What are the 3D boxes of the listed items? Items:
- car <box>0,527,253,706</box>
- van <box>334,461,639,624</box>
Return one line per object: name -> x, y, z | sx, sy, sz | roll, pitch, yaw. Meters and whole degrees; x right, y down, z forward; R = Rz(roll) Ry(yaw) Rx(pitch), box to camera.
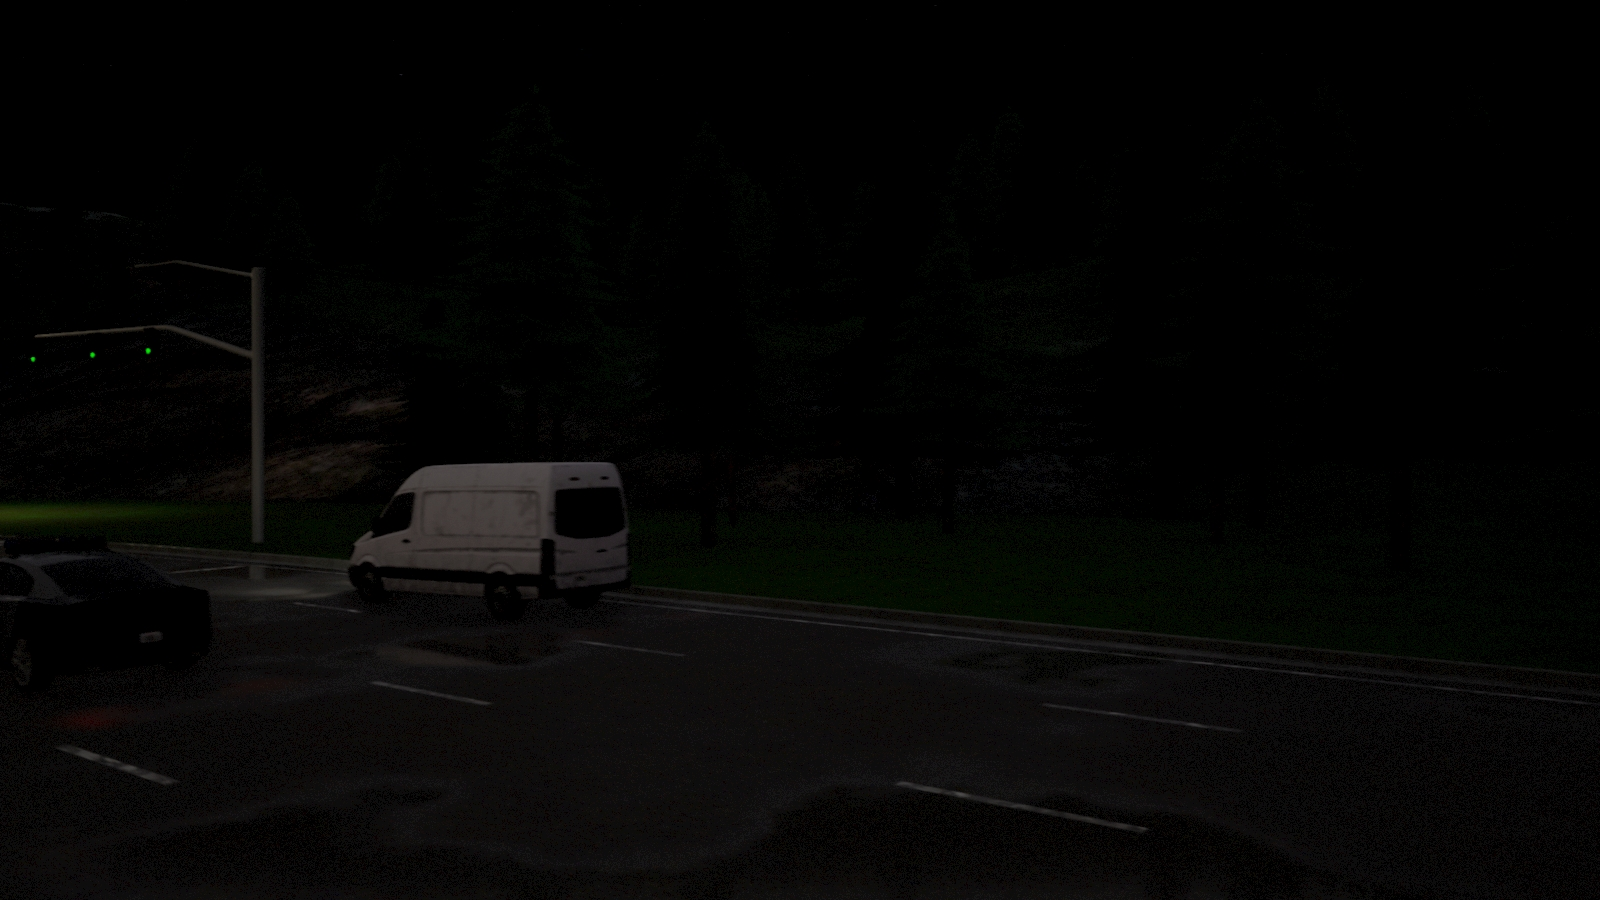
car -> -9.561, 1.982, 14.863 | 5.238, 1.638, 2.097 | 0, 0, 35
van -> -5.777, 1.529, 20.604 | 5.915, 2.561, 1.988 | -1, -1, 35
